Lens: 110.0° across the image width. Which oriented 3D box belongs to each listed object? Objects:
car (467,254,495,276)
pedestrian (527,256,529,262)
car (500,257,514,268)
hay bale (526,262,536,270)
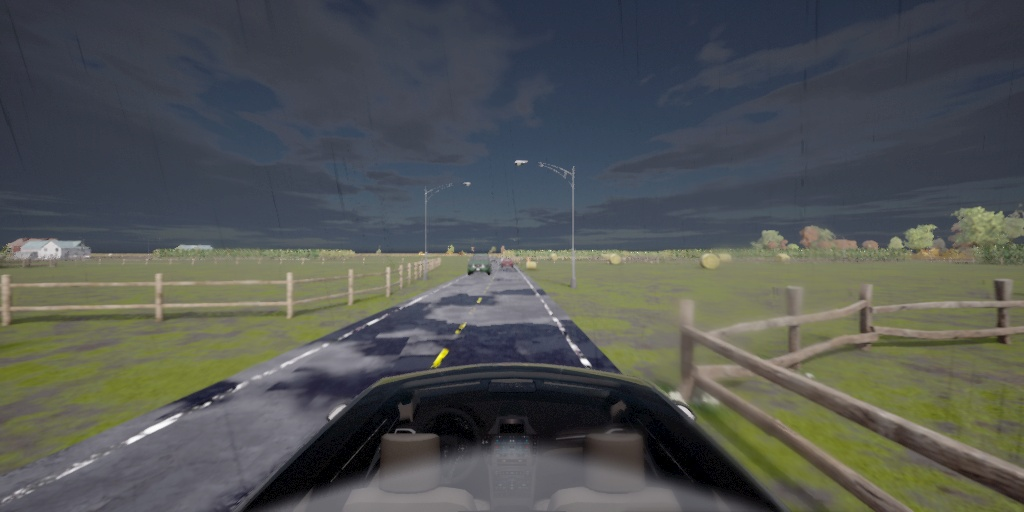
[{"bbox_3d":[-3.159,0.865,35.818,2.150,2.045,5.566,0,0,-1],"label":"car"},{"bbox_3d":[2.245,0.886,49.141,0.375,1.860,0.375,0,1,1],"label":"pedestrian"},{"bbox_3d":[-0.724,1.096,55.220,1.812,1.442,4.674,0,0,-2],"label":"car"},{"bbox_3d":[2.573,1.252,47.985,1.220,1.180,1.240,0,0,-1],"label":"hay bale"}]
